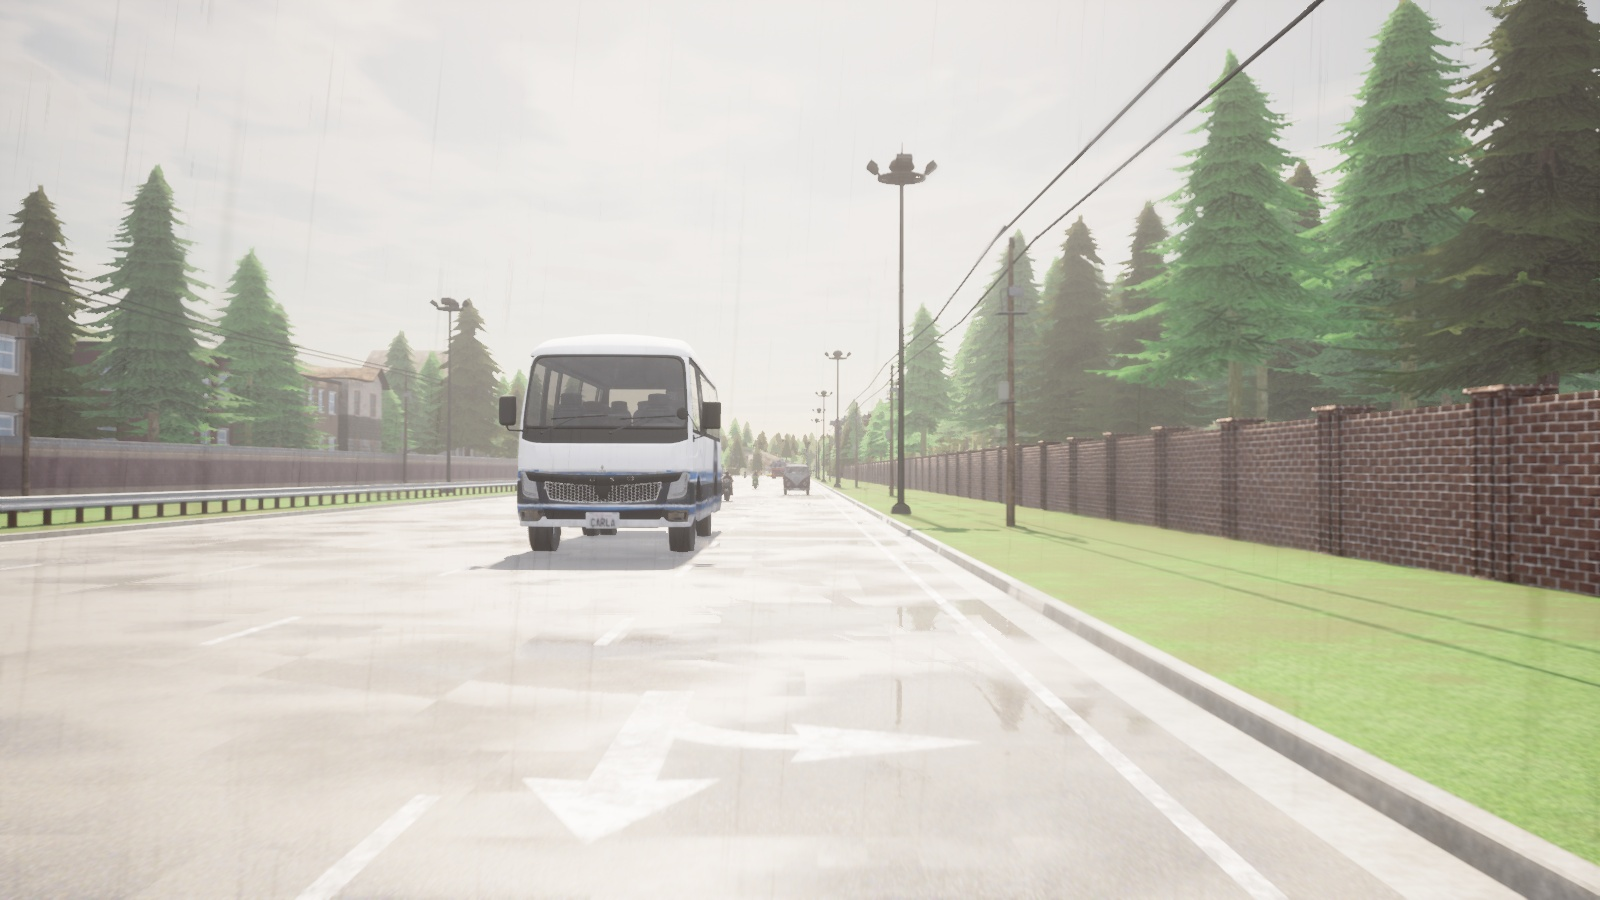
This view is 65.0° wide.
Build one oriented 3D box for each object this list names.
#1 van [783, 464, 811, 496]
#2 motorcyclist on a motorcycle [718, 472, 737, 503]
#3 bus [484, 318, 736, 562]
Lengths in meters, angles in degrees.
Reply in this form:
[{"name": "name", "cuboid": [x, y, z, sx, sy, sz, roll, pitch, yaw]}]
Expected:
[{"name": "van", "cuboid": [-0.197, 1.937, 81.765, 1.775, 1.987, 4.442, 0, -1, 0]}, {"name": "motorcyclist on a motorcycle", "cuboid": [-3.653, 1.872, 63.385, 0.797, 1.523, 2.044, 0, -1, 0]}, {"name": "bus", "cuboid": [-3.581, -0.095, 27.057, 3.944, 4.253, 10.273, 0, -1, 0]}]
